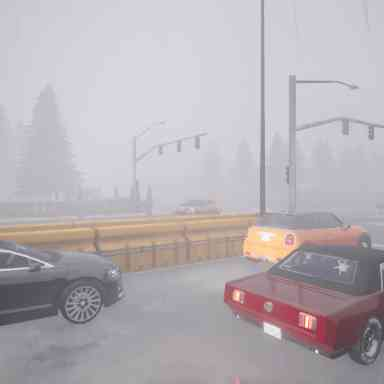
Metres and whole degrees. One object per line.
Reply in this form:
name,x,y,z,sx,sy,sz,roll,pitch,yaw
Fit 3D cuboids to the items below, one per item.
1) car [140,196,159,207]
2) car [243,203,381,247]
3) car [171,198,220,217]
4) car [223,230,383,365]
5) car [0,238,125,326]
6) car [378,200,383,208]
car,-7.436,1.548,48.382,2.033,1.411,5.357,0,0,-35
car,3.854,1.352,10.803,4.553,1.767,2.097,0,0,-36
car,0.342,1.352,26.306,2.097,1.767,4.553,-1,0,34
car,2.904,1.601,5.823,4.718,1.301,1.895,0,0,-36
car,-3.560,1.492,5.498,4.902,1.511,2.128,0,0,-36
car,26.720,1.547,44.591,5.357,1.411,2.033,0,0,-36
